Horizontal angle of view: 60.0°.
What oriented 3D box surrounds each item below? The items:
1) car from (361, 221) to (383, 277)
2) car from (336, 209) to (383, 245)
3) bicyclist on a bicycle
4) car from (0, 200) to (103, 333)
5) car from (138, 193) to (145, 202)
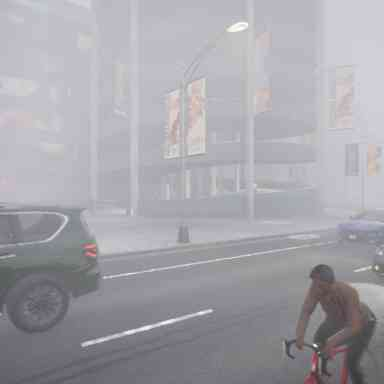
[{"bbox_3d":[6.603,1.564,8.869,4.181,1.385,1.994,0,0,-37],"label":"car"},{"bbox_3d":[8.159,1.477,14.399,5.008,1.535,1.882,0,0,-38],"label":"car"},{"bbox_3d":[1.285,1.452,3.008,1.656,1.620,0.582,-3,2,-37],"label":"bicyclist on a bicycle"},{"bbox_3d":[-4.260,1.222,5.267,5.566,2.045,2.150,0,0,-36],"label":"car"},{"bbox_3d":[-11.199,1.029,63.929,2.435,2.045,5.566,0,0,-36],"label":"car"}]
